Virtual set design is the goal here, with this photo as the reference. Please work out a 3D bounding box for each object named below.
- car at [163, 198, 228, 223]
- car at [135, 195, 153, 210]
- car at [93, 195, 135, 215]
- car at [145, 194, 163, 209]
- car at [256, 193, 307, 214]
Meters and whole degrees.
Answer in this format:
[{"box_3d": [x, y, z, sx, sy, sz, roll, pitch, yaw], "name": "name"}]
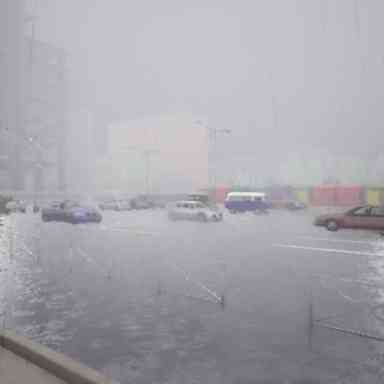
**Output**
[{"box_3d": [0.214, 1.414, 23.624, 3.806, 1.475, 1.970, 0, 0, 36], "name": "car"}, {"box_3d": [-6.996, 1.403, 39.471, 3.905, 1.438, 1.784, 0, 0, 36], "name": "car"}, {"box_3d": [-8.686, 1.435, 37.120, 3.806, 1.475, 1.970, 0, 0, 36], "name": "car"}, {"box_3d": [-5.472, 1.193, 41.680, 4.605, 1.855, 1.932, 0, 0, 36], "name": "car"}, {"box_3d": [9.999, 1.172, 37.400, 4.605, 1.855, 1.932, 0, 0, 36], "name": "car"}]
